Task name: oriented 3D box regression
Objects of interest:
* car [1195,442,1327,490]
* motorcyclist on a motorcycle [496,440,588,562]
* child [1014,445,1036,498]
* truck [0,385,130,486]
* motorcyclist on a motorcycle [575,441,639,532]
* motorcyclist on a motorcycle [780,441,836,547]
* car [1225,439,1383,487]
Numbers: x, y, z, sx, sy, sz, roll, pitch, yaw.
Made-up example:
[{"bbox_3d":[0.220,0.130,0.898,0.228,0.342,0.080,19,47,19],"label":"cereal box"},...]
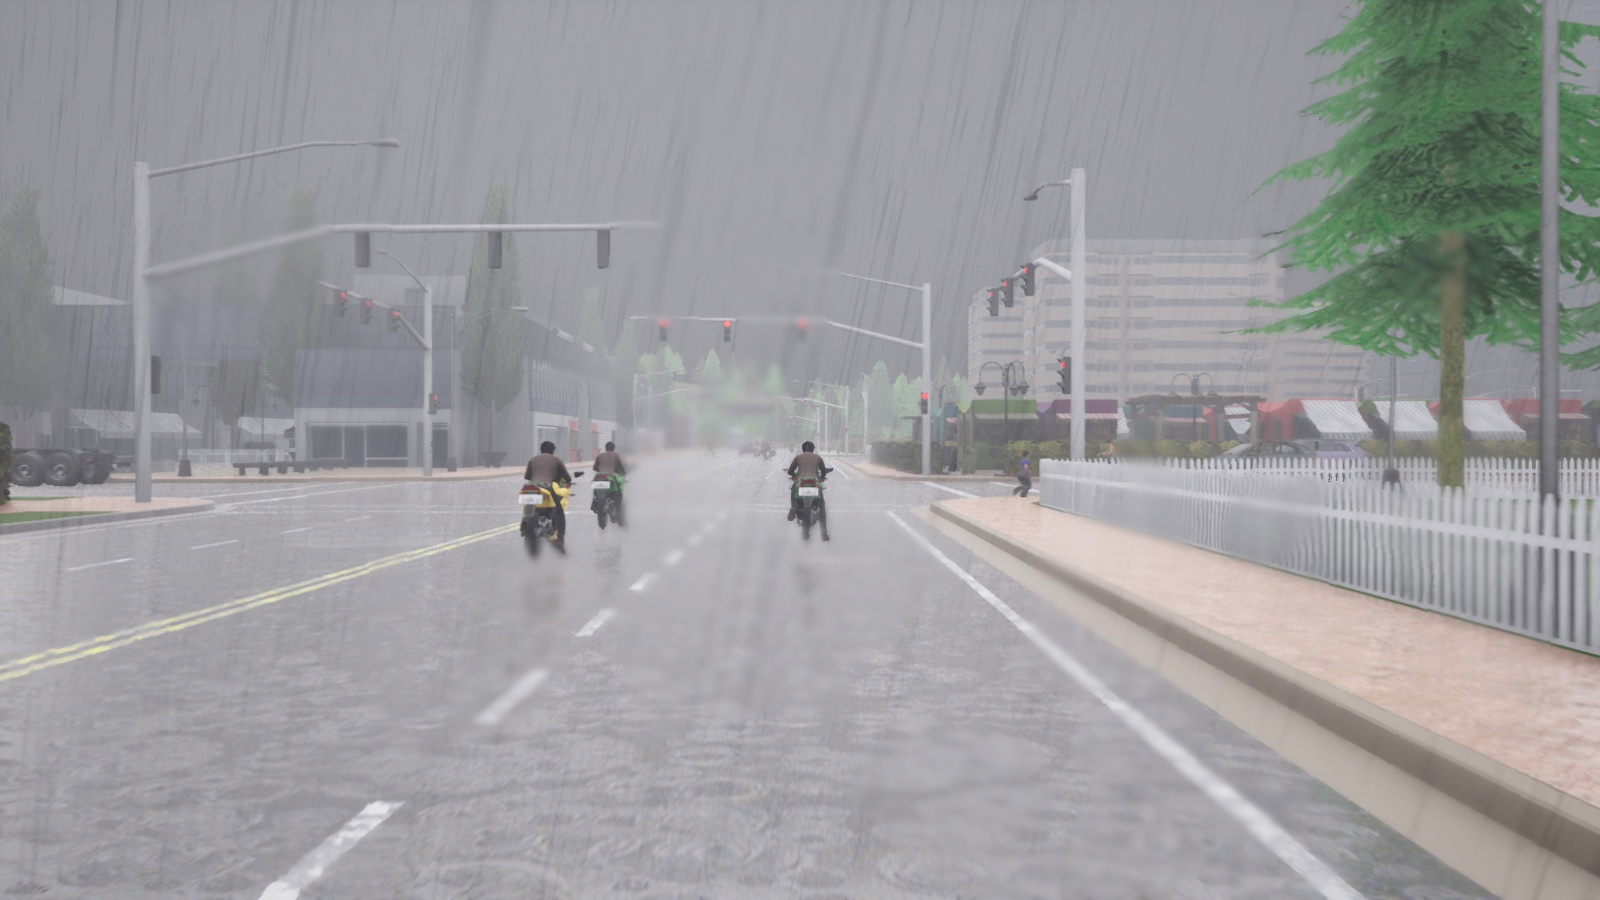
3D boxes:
[{"bbox_3d":[15.267,0.502,41.676,3.705,1.549,1.789,0,0,-1],"label":"car"},{"bbox_3d":[-3.390,0.632,16.674,0.797,1.523,2.044,0,0,0],"label":"motorcyclist on a motorcycle"},{"bbox_3d":[5.450,0.518,30.378,0.437,1.263,0.270,0,0,-24],"label":"child"},{"bbox_3d":[-28.421,-0.508,44.287,7.936,3.462,2.891,0,0,-5],"label":"truck"},{"bbox_3d":[-3.360,0.602,22.063,0.797,1.523,2.044,0,0,0],"label":"motorcyclist on a motorcycle"},{"bbox_3d":[0.123,0.621,19.041,0.797,1.523,2.044,0,0,0],"label":"motorcyclist on a motorcycle"},{"bbox_3d":[18.092,0.438,45.232,4.856,1.649,2.033,0,0,-1],"label":"car"}]
